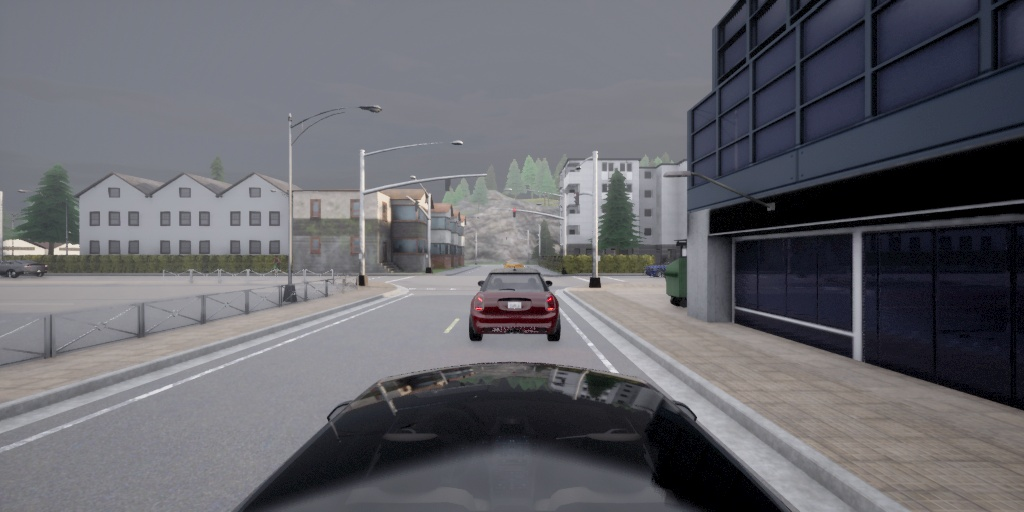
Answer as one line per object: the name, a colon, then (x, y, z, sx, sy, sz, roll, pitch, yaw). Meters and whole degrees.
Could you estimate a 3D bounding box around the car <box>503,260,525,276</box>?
car: (0.165, 1.229, 38.976, 1.882, 1.535, 5.008, -1, 0, -5)

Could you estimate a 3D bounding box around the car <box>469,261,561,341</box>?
car: (0.085, 1.102, 10.014, 2.097, 1.767, 4.553, 0, 0, 1)

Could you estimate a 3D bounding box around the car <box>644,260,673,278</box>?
car: (13.629, 1.051, 29.854, 5.008, 1.535, 1.882, 0, 0, 1)

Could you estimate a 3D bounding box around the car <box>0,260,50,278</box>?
car: (-42.102, 1.065, 30.105, 4.902, 1.511, 2.128, 0, 0, 0)

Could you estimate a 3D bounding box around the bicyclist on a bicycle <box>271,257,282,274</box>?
bicyclist on a bicycle: (-22.211, 0.874, 33.856, 0.582, 1.620, 1.656, 0, 0, 0)
